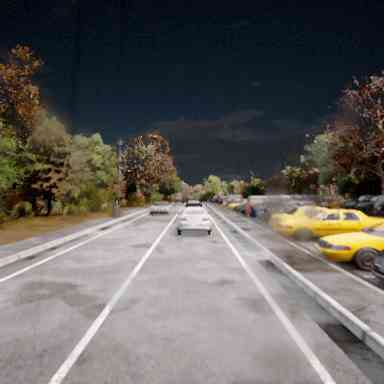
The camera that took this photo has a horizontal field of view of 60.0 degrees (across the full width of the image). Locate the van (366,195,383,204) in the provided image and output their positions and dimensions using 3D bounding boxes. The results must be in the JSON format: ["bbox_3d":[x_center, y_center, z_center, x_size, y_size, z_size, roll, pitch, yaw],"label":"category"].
[{"bbox_3d":[20.046,1.335,32.587,4.442,1.987,1.878,0,0,0],"label":"van"}]

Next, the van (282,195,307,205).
[{"bbox_3d":[20.310,1.506,65.961,4.442,1.987,1.878,0,-1,0],"label":"van"}]

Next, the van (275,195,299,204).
[{"bbox_3d":[20.352,1.605,71.352,4.442,1.987,1.878,0,-1,0],"label":"van"}]

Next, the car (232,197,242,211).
[{"bbox_3d":[7.077,1.612,35.543,4.792,1.488,2.163,0,0,0],"label":"car"}]

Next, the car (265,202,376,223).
[{"bbox_3d":[7.161,1.515,18.893,5.366,1.575,1.946,0,0,0],"label":"car"}]

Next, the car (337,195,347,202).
[{"bbox_3d":[20.179,1.338,38.126,5.566,2.045,2.435,0,0,0],"label":"car"}]

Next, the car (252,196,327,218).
[{"bbox_3d":[7.050,1.403,24.441,4.553,1.767,2.185,0,0,0],"label":"car"}]

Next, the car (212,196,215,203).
[{"bbox_3d":[7.375,1.487,66.081,5.566,2.045,2.435,0,0,0],"label":"car"}]

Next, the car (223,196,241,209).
[{"bbox_3d":[6.965,1.608,41.097,5.366,1.575,1.946,0,0,0],"label":"car"}]

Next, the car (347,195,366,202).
[{"bbox_3d":[20.157,1.324,35.356,5.566,2.045,2.435,0,0,0],"label":"car"}]

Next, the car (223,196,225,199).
[{"bbox_3d":[7.188,1.640,46.647,4.892,1.521,2.231,0,0,0],"label":"car"}]

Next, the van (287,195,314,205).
[{"bbox_3d":[20.520,1.491,63.057,4.442,1.987,1.878,0,0,0],"label":"van"}]

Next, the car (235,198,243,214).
[{"bbox_3d":[7.055,1.598,32.767,4.792,1.488,2.163,0,0,0],"label":"car"}]

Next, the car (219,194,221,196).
[{"bbox_3d":[7.228,1.556,54.976,4.553,1.767,2.185,0,0,0],"label":"car"}]

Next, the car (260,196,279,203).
[{"bbox_3d":[20.568,2.057,87.966,4.553,1.767,2.185,0,-1,0],"label":"car"}]

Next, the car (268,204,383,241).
[{"bbox_3d":[6.769,1.519,16.243,5.366,1.575,1.946,0,0,0],"label":"car"}]

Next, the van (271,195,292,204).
[{"bbox_3d":[20.629,1.722,76.888,4.442,1.987,1.878,0,-1,0],"label":"van"}]

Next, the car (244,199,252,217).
[{"bbox_3d":[7.070,1.569,27.214,4.792,1.488,2.163,0,0,0],"label":"car"}]

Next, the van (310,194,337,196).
[{"bbox_3d":[20.412,1.421,49.331,4.442,1.987,1.878,0,0,0],"label":"van"}]

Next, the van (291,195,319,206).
[{"bbox_3d":[20.499,1.477,60.412,4.442,1.987,1.878,0,0,0],"label":"van"}]

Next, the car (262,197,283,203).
[{"bbox_3d":[20.574,2.127,85.318,5.008,1.535,2.097,0,-1,0],"label":"car"}]

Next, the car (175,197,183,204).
[{"bbox_3d":[-2.901,1.855,75.112,1.882,1.535,5.008,0,-1,0],"label":"car"}]

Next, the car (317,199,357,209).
[{"bbox_3d":[20.276,1.672,46.560,4.674,1.452,2.002,0,0,0],"label":"car"}]

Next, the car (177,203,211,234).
[{"bbox_3d":[0.134,1.562,19.243,1.812,1.442,4.674,0,0,0],"label":"car"}]

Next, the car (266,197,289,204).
[{"bbox_3d":[20.528,2.008,79.654,4.892,1.521,2.231,0,-1,0],"label":"car"}]

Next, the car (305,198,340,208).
[{"bbox_3d":[20.314,1.700,51.975,4.674,1.452,2.002,0,0,0],"label":"car"}]

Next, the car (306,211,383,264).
[{"bbox_3d":[6.724,1.537,10.570,5.366,1.575,1.946,0,0,0],"label":"car"}]

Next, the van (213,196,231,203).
[{"bbox_3d":[7.617,1.909,85.493,4.442,1.987,1.878,0,-1,0],"label":"van"}]

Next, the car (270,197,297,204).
[{"bbox_3d":[20.306,1.886,74.115,5.366,1.575,1.946,0,-1,0],"label":"car"}]

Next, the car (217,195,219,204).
[{"bbox_3d":[7.276,1.696,57.752,5.008,1.535,2.097,0,0,0],"label":"car"}]

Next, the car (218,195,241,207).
[{"bbox_3d":[7.030,1.651,49.425,5.366,1.575,1.946,0,0,0],"label":"car"}]

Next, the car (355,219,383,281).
[{"bbox_3d":[6.894,1.551,7.793,4.892,1.521,2.231,0,0,0],"label":"car"}]

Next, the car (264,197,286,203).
[{"bbox_3d":[20.551,2.065,82.423,5.008,1.535,2.097,0,-1,0],"label":"car"}]

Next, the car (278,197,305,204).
[{"bbox_3d":[20.452,1.772,68.577,5.008,1.535,2.097,0,-1,0],"label":"car"}]

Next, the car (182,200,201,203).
[{"bbox_3d":[0.205,1.570,36.342,1.882,1.535,5.008,0,0,0],"label":"car"}]

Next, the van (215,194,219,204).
[{"bbox_3d":[7.208,1.499,63.306,4.442,1.987,1.878,0,0,0],"label":"van"}]

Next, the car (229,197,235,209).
[{"bbox_3d":[7.099,1.626,38.319,4.792,1.488,2.163,0,0,0],"label":"car"}]

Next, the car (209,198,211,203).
[{"bbox_3d":[7.484,2.076,82.713,5.008,1.535,2.097,0,-1,0],"label":"car"}]

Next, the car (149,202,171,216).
[{"bbox_3d":[-3.253,1.687,34.420,1.895,1.301,4.718,0,0,0],"label":"car"}]

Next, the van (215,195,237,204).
[{"bbox_3d":[7.274,1.615,71.617,4.442,1.987,1.878,0,-1,0],"label":"van"}]

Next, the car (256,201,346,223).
[{"bbox_3d":[6.991,1.521,21.662,4.892,1.521,2.231,0,0,0],"label":"car"}]

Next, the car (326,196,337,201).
[{"bbox_3d":[20.245,1.617,43.666,5.008,1.535,2.097,0,0,0],"label":"car"}]

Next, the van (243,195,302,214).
[{"bbox_3d":[7.179,1.328,29.991,4.442,1.987,1.878,0,0,0],"label":"van"}]
